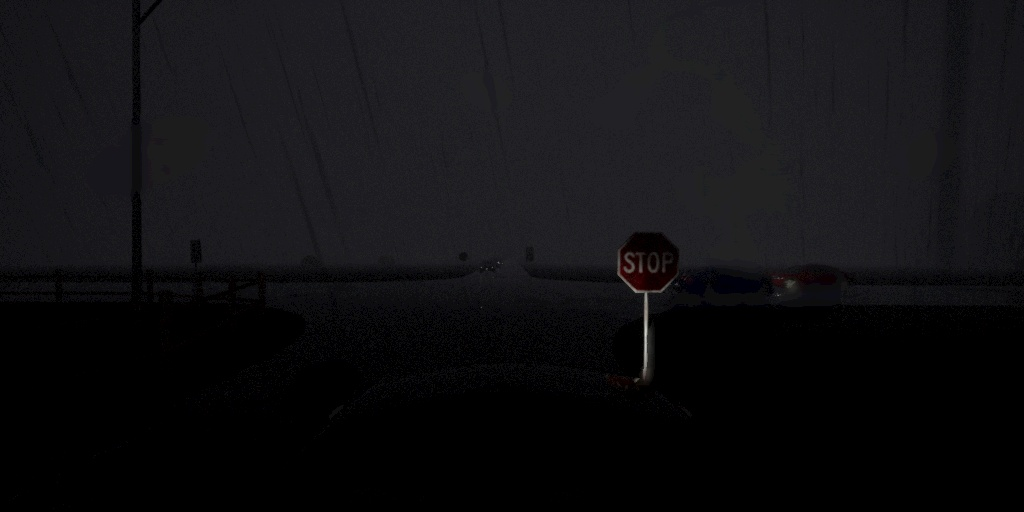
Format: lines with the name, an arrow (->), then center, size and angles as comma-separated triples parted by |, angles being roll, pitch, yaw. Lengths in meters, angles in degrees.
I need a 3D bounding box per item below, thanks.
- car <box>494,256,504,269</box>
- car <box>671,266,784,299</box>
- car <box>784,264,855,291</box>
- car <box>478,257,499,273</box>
car -> -2.892, 1.105, 58.336 | 2.097, 1.767, 4.553 | 0, 0, 0
car -> 10.686, 1.286, 18.262 | 5.008, 1.535, 1.882 | 0, 0, -9
car -> 18.137, 1.281, 22.141 | 5.008, 1.535, 1.882 | 0, 1, 0
car -> -2.880, 1.252, 43.119 | 1.837, 1.490, 4.892 | 0, 0, 0
